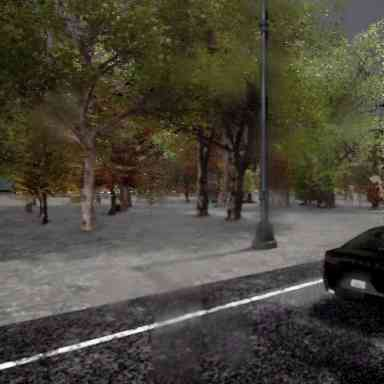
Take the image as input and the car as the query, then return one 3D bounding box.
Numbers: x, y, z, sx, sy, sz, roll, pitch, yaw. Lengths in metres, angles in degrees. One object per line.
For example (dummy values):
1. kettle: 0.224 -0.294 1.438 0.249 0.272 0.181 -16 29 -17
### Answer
1. car: 4.924 1.452 7.260 5.008 1.535 1.882 0 0 -35
